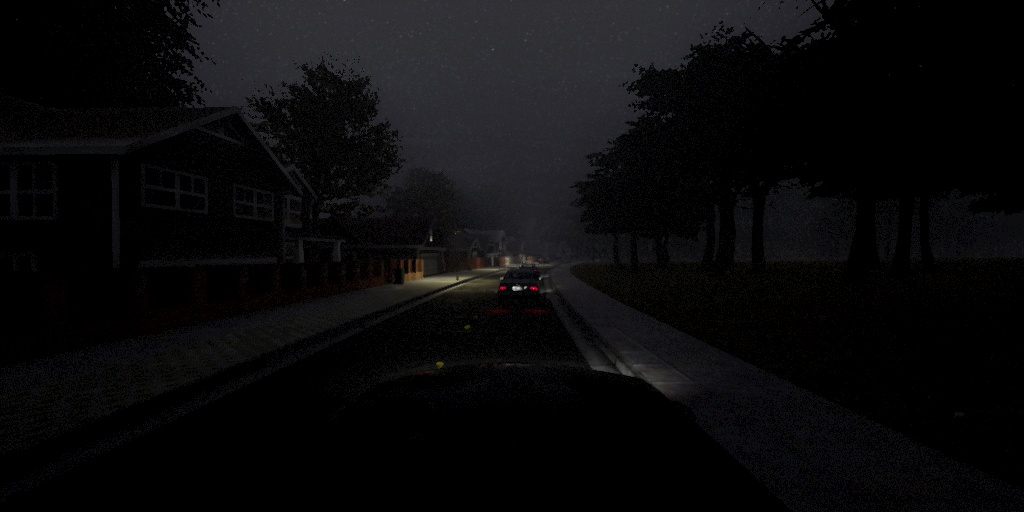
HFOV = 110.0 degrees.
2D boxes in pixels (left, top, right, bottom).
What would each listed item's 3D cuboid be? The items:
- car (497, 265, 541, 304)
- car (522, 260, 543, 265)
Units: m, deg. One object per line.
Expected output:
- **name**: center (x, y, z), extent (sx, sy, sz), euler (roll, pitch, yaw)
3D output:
- **car**: center (0.364, 1.309, 16.423), extent (2.033, 1.411, 5.357), euler (0, 0, 3)
- **car**: center (1.453, 1.308, 31.317), extent (1.994, 1.385, 4.181), euler (0, 0, 6)
